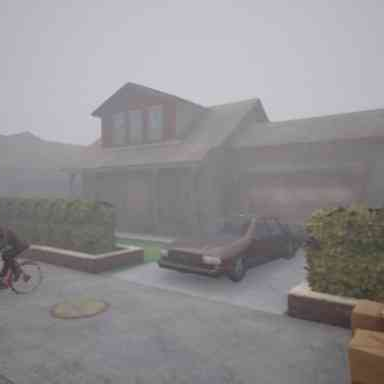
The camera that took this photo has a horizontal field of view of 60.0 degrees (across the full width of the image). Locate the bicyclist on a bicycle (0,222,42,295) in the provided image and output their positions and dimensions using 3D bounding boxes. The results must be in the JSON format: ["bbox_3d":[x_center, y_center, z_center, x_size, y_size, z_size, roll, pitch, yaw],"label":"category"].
[{"bbox_3d":[-3.751,1.342,6.588,0.582,1.620,1.656,0,0,36],"label":"bicyclist on a bicycle"}]

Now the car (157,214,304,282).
[{"bbox_3d":[1.452,1.371,9.480,2.033,1.415,5.357,0,0,39],"label":"car"}]
